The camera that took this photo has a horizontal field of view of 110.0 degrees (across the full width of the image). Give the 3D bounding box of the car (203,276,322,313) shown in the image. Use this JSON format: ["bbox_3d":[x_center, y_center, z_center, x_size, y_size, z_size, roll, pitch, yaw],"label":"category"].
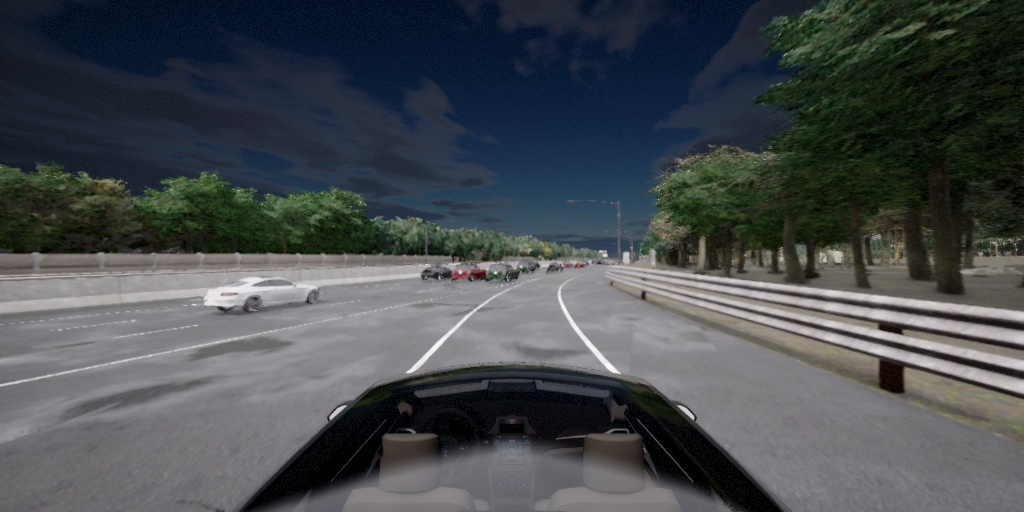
[{"bbox_3d":[-10.913,1.633,16.095,1.812,1.442,4.674,-1,-1,20],"label":"car"}]

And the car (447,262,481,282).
[{"bbox_3d":[-4.053,1.556,35.088,2.097,1.767,4.553,-1,-1,20],"label":"car"}]

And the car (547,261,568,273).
[{"bbox_3d":[6.685,1.772,54.504,1.837,1.490,4.892,-1,-1,20],"label":"car"}]

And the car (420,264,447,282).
[{"bbox_3d":[-7.329,1.755,36.317,1.837,1.490,4.892,-1,-1,20],"label":"car"}]

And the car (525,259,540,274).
[{"bbox_3d":[2.016,1.644,51.887,2.097,1.767,4.553,-1,-1,20],"label":"car"}]

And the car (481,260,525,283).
[{"bbox_3d":[-0.761,1.510,33.899,2.097,1.767,4.553,-1,-1,20],"label":"car"}]
